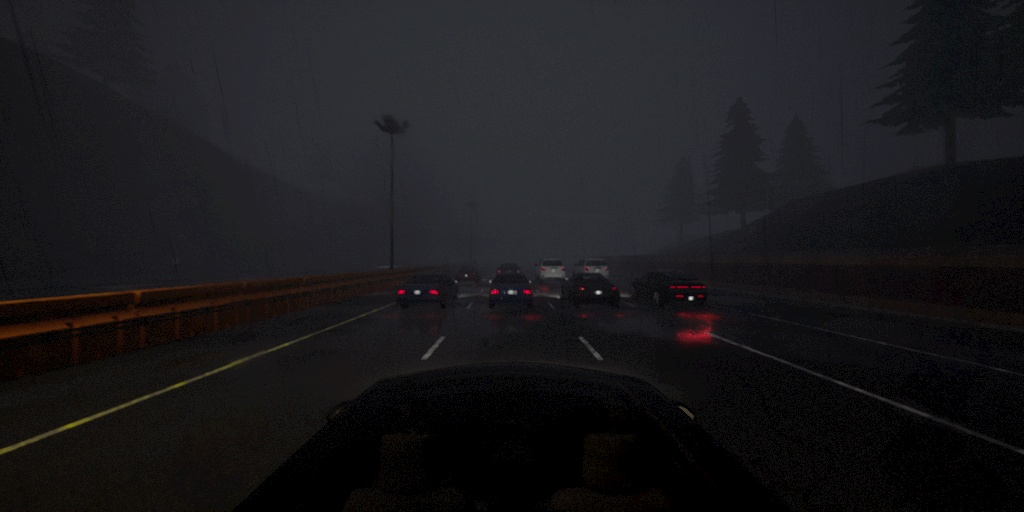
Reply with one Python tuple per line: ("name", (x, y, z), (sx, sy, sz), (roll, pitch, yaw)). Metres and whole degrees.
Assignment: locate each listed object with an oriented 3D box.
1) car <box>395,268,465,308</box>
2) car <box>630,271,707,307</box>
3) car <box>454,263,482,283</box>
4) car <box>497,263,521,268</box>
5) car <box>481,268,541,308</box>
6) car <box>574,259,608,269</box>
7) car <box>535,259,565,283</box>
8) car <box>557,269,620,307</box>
("car", (-3.567, 1.430, 15.905), (2.033, 1.411, 5.357), (0, -1, -1))
("car", (6.931, 1.394, 16.360), (1.837, 1.490, 4.892), (0, 0, -1))
("car", (-3.755, 1.590, 31.234), (1.994, 1.385, 4.181), (0, 0, -1))
("car", (-0.256, 1.374, 31.041), (2.097, 1.767, 4.553), (0, -1, -1))
("car", (-0.068, 1.430, 15.949), (2.033, 1.411, 5.357), (0, -1, -1))
("car", (6.742, 1.240, 31.062), (2.150, 2.045, 5.566), (0, 0, -1))
("car", (3.242, 1.240, 31.028), (2.150, 2.045, 5.566), (0, 0, -1))
("car", (3.432, 1.450, 16.321), (1.994, 1.385, 4.181), (0, 0, -1))
